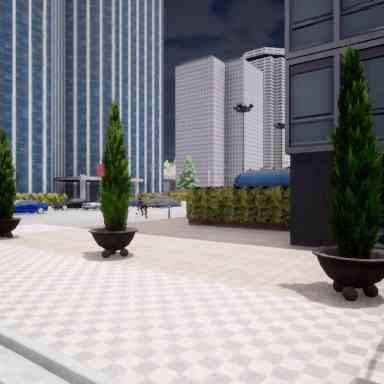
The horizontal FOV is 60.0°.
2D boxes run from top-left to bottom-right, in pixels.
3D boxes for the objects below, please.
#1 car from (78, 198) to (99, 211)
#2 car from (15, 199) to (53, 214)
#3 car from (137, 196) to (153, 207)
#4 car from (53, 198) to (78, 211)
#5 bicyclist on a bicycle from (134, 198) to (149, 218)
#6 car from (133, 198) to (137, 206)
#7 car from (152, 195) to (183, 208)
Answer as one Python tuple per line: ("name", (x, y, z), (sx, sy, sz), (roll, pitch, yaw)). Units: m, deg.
("car", (-11.338, 1.601, 41.516), (1.895, 1.301, 4.718), (0, 0, 35))
("car", (-17.048, 1.478, 33.383), (1.882, 1.535, 5.008), (0, 0, 35))
("car", (-5.490, 1.352, 49.816), (2.097, 1.767, 4.553), (0, 0, 35))
("car", (-15.215, 1.478, 42.086), (1.882, 1.535, 5.008), (0, 0, 35))
("bicyclist on a bicycle", (-4.075, 1.301, 26.657), (1.656, 1.620, 0.582), (0, 0, 35))
("car", (-9.287, 1.547, 50.511), (2.033, 1.411, 5.357), (0, 0, 35))
("car", (-3.121, 1.564, 46.787), (1.994, 1.385, 4.181), (0, 0, 35))
